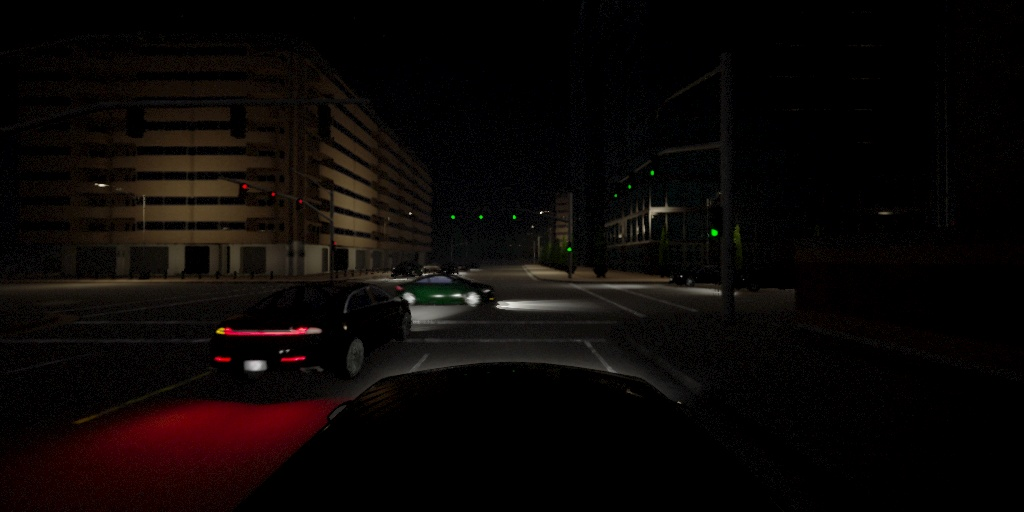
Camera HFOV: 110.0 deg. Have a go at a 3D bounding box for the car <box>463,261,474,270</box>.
[{"bbox_3d":[-7.283,1.533,52.608,2.128,1.511,4.902,0,0,1],"label":"car"}]

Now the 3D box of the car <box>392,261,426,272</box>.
[{"bbox_3d":[-10.934,1.308,37.596,2.097,1.767,4.553,0,0,2],"label":"car"}]

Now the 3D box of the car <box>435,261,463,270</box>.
[{"bbox_3d":[-7.385,1.487,42.244,1.837,1.490,4.892,0,0,0],"label":"car"}]

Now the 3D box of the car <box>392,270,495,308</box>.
[{"bbox_3d":[-2.819,1.453,15.506,4.181,1.385,1.994,0,0,0],"label":"car"}]

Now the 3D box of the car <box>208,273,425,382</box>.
[{"bbox_3d":[-3.460,1.273,7.235,2.128,1.511,4.902,0,0,0],"label":"car"}]

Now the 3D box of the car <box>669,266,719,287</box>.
[{"bbox_3d":[14.013,1.435,26.046,4.902,1.511,2.128,0,0,0],"label":"car"}]

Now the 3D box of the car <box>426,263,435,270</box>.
[{"bbox_3d":[-10.829,1.626,49.648,1.895,1.301,4.718,0,0,1],"label":"car"}]

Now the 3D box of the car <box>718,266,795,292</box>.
[{"bbox_3d":[16.104,1.428,22.537,4.892,1.490,1.837,0,0,0],"label":"car"}]
